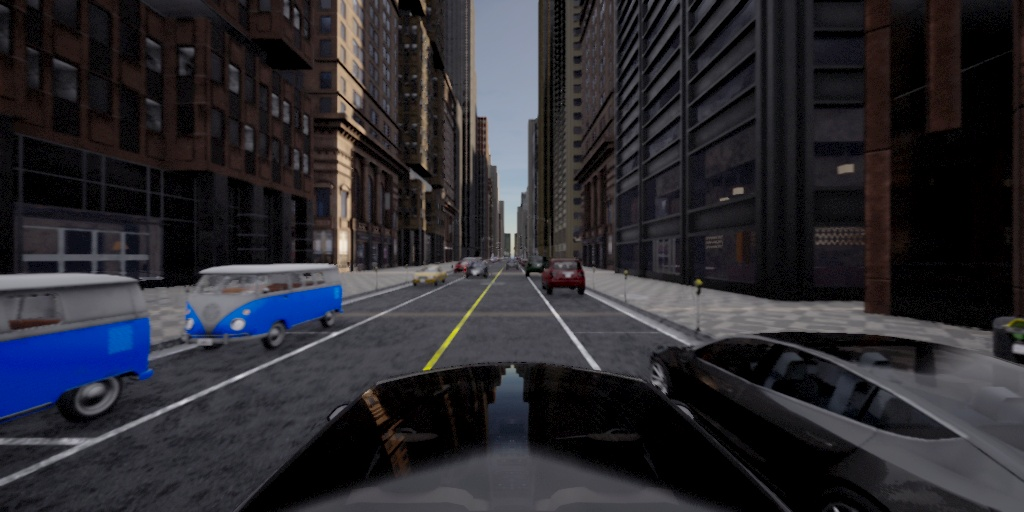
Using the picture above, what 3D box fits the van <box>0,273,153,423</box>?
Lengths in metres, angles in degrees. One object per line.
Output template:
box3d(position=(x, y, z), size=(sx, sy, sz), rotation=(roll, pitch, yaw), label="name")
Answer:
box3d(position=(-5.762, 1.091, 3.204), size=(1.690, 1.789, 3.998), rotation=(0, 0, 0), label="van")

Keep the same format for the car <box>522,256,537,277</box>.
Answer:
box3d(position=(2.402, 0.982, 35.319), size=(2.150, 2.045, 5.566), rotation=(0, 0, 0), label="car")

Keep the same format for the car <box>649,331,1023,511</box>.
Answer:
box3d(position=(2.763, 1.316, 3.210), size=(1.948, 1.339, 4.313), rotation=(0, 0, 0), label="car")

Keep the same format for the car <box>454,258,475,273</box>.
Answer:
box3d(position=(-5.752, 1.302, 42.532), size=(1.888, 1.381, 4.507), rotation=(0, 0, 0), label="car")

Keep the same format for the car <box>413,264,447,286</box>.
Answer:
box3d(position=(-5.757, 1.276, 25.507), size=(1.751, 1.417, 4.829), rotation=(0, 0, 0), label="car")

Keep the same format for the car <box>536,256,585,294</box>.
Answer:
box3d(position=(2.767, 1.064, 20.067), size=(2.192, 1.841, 5.009), rotation=(0, 0, 0), label="car")

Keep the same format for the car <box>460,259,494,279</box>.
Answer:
box3d(position=(-3.085, 1.246, 32.606), size=(2.128, 1.511, 4.902), rotation=(0, 0, 0), label="car")

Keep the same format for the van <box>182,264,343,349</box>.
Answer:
box3d(position=(-5.760, 1.090, 8.823), size=(1.690, 1.789, 3.998), rotation=(0, 0, 0), label="van")

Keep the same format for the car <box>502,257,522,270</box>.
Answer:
box3d(position=(0.015, 1.256, 54.504), size=(2.128, 1.511, 4.902), rotation=(0, 0, 0), label="car")

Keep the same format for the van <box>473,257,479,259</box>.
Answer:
box3d(position=(-5.751, 1.101, 48.150), size=(1.690, 1.789, 3.998), rotation=(0, 0, 0), label="van")
